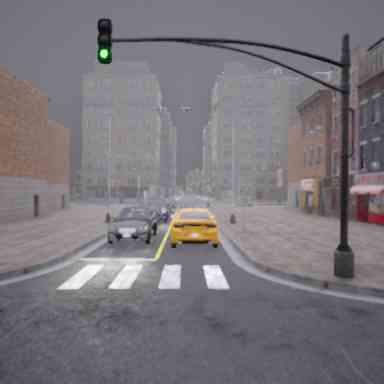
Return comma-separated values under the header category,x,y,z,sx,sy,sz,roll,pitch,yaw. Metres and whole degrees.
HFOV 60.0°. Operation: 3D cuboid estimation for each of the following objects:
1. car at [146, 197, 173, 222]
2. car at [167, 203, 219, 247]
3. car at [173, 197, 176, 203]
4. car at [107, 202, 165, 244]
category,x,y,z,sx,sy,sz,roll,pitch,yaw
car,-2.803,1.307,25.570,2.097,1.767,4.553,0,0,-1
car,0.081,1.463,14.923,1.882,1.535,5.008,0,0,-1
car,-2.980,1.548,35.629,1.895,1.301,4.718,0,0,-1
car,-2.620,1.454,15.636,2.128,1.511,4.902,0,0,-1
